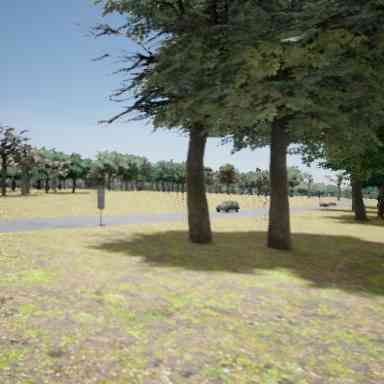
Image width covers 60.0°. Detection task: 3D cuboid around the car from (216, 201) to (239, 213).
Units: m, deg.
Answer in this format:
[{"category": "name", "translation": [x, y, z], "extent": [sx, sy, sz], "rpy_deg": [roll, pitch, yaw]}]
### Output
[{"category": "car", "translation": [6.339, 2.564, 58.795], "extent": [2.150, 2.045, 5.566], "rpy_deg": [1, -1, 35]}]
